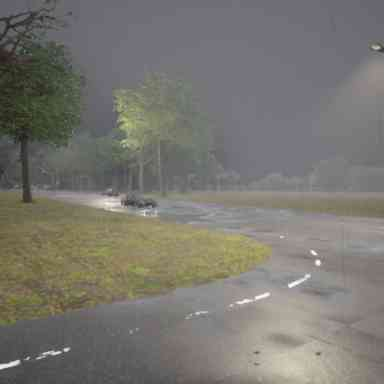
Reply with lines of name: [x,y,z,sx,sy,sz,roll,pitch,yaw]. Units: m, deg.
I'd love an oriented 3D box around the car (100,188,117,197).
car: [-14.489,0.104,58.299,1.812,1.442,4.674,-1,2,-35]

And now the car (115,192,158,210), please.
car: [-5.417,0.919,33.449,2.033,1.411,5.357,-1,2,-36]
